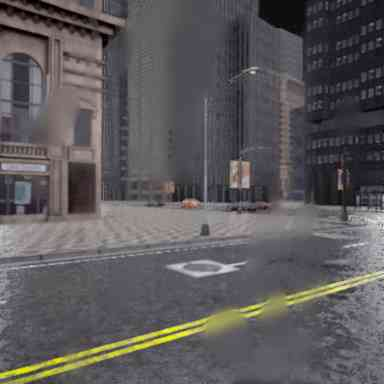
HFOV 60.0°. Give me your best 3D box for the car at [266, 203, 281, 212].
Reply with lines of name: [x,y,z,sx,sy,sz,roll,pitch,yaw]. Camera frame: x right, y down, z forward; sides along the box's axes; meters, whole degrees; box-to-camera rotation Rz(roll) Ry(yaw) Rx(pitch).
car: [9.802,2.059,45.376,1.895,1.301,4.718,0,-1,-35]

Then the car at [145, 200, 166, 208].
car: [-7.083,2.216,63.685,2.033,1.411,5.357,0,-1,-35]

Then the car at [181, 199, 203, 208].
car: [0.033,1.959,59.189,2.097,1.767,4.553,0,-1,-35]

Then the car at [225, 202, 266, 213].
car: [6.702,1.994,44.126,2.033,1.411,5.357,0,-1,-35]
